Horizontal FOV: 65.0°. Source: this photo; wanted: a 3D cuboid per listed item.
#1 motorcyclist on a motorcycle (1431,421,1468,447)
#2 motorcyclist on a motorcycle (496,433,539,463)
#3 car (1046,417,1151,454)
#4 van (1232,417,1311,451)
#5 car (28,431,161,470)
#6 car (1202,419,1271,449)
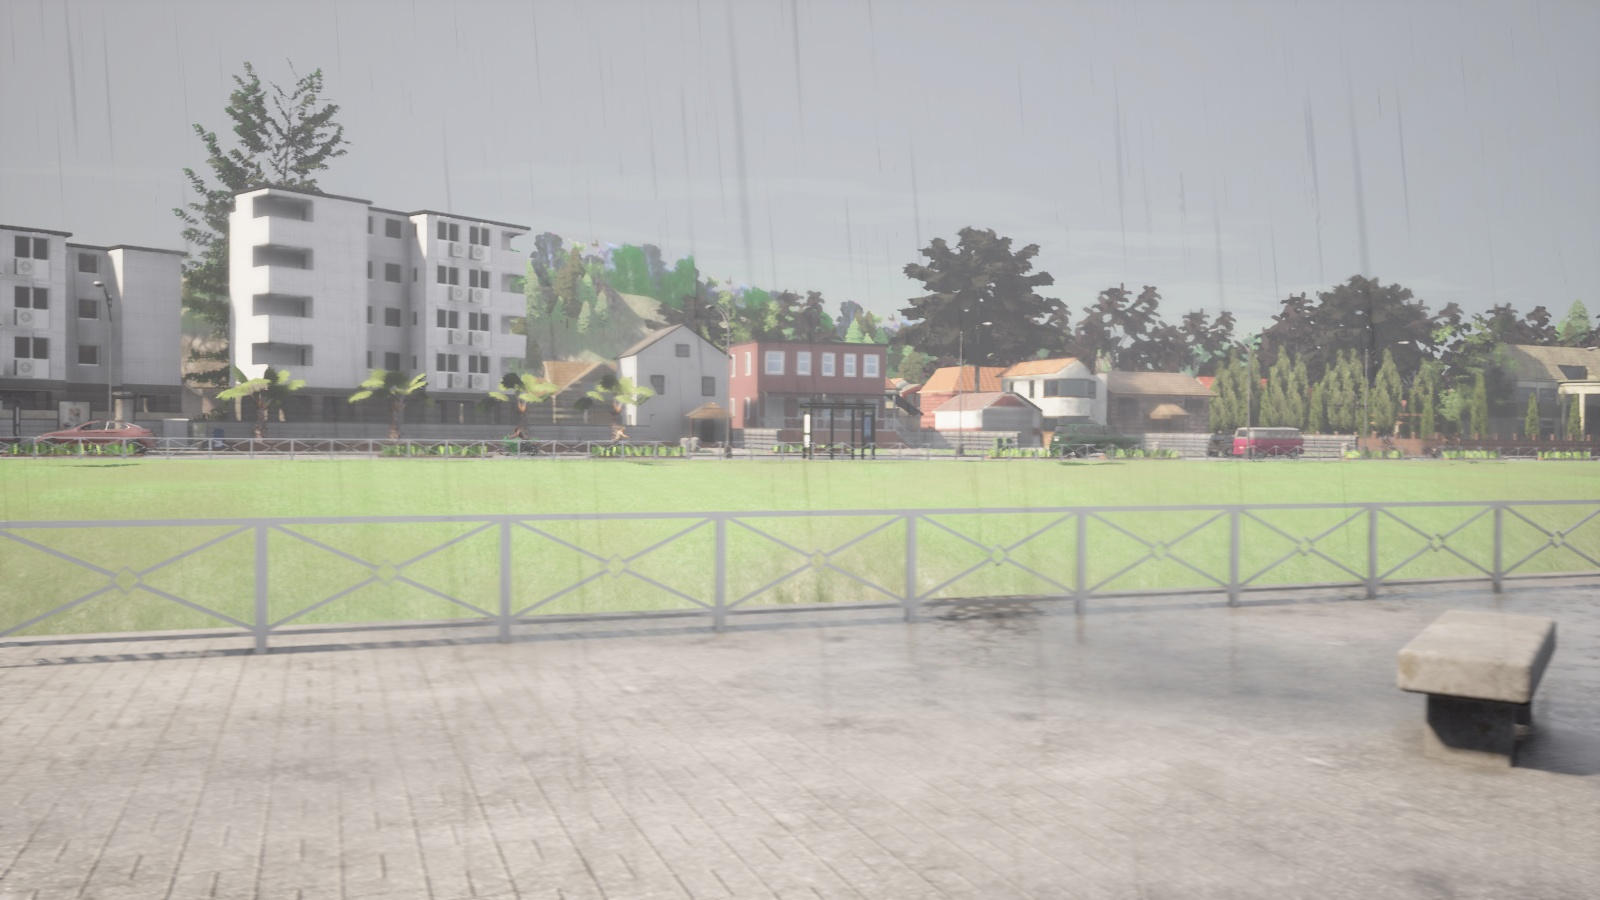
[{"bbox_3d":[42.178,-1.034,81.503,2.350,1.649,0.766,-1,1,-21],"label":"motorcyclist on a motorcycle"},{"bbox_3d":[-14.452,-0.110,64.296,2.044,1.523,0.797,-1,1,-21],"label":"motorcyclist on a motorcycle"},{"bbox_3d":[17.126,-0.840,71.995,5.566,2.045,2.150,-1,1,-21],"label":"car"},{"bbox_3d":[28.693,-1.002,76.384,4.442,1.987,1.775,-1,1,-21],"label":"van"},{"bbox_3d":[-32.234,-0.011,57.547,5.027,1.651,2.152,-1,1,-21],"label":"car"},{"bbox_3d":[27.914,-1.016,80.368,3.866,1.878,1.905,-1,1,-21],"label":"car"}]
